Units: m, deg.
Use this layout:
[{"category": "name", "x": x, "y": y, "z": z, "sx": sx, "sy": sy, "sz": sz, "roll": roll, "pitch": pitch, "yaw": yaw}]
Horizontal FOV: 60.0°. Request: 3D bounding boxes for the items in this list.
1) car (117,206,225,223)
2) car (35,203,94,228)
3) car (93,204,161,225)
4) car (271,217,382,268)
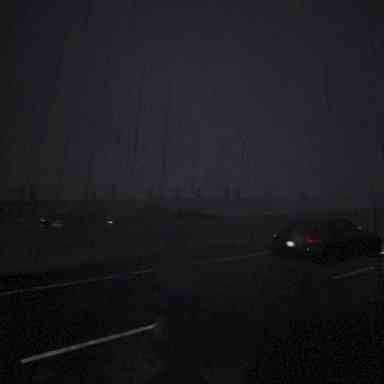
[{"category": "car", "x": -0.645, "y": 1.545, "z": 16.436, "sx": 5.357, "sy": 1.411, "sz": 2.033, "roll": 0, "pitch": 0, "yaw": -36}, {"category": "car", "x": -6.947, "y": 1.475, "z": 20.532, "sx": 5.008, "sy": 1.535, "sz": 1.882, "roll": 0, "pitch": 0, "yaw": -35}, {"category": "car", "x": -2.839, "y": 1.502, "z": 19.161, "sx": 4.892, "sy": 1.490, "sz": 1.837, "roll": 0, "pitch": 0, "yaw": -35}, {"category": "car", "x": 4.651, "y": 1.561, "z": 11.369, "sx": 4.181, "sy": 1.385, "sz": 1.994, "roll": 0, "pitch": 0, "yaw": -36}]
